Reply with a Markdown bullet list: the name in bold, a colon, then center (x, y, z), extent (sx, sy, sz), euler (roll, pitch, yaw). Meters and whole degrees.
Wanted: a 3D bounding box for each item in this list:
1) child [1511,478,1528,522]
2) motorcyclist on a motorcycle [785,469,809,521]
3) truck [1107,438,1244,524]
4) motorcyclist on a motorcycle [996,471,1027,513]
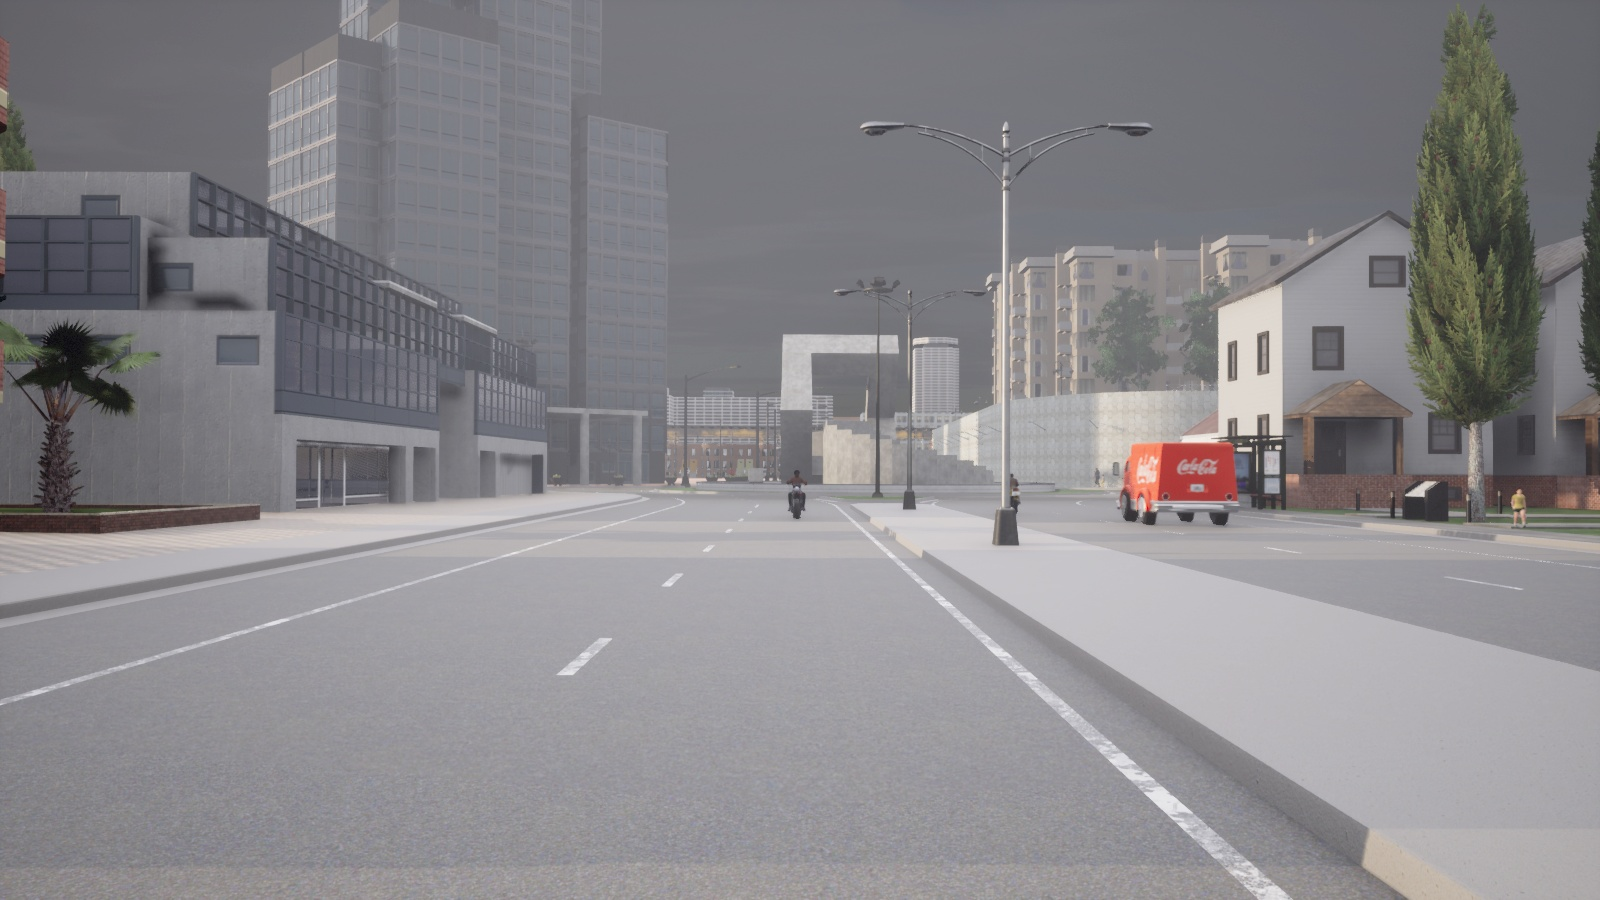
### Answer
- **child**: center (18.445, 1.284, 32.197), extent (0.255, 1.110, 0.394), euler (0, -1, 14)
- **motorcyclist on a motorcycle**: center (-0.093, 1.458, 41.355), extent (0.766, 1.649, 2.350), euler (0, -1, 0)
- **truck**: center (11.411, 0.930, 38.651), extent (2.627, 2.467, 5.204), euler (0, -1, 0)
- **motorcyclist on a motorcycle**: center (7.894, 1.551, 46.903), extent (0.797, 1.523, 2.044), euler (0, -1, 0)
